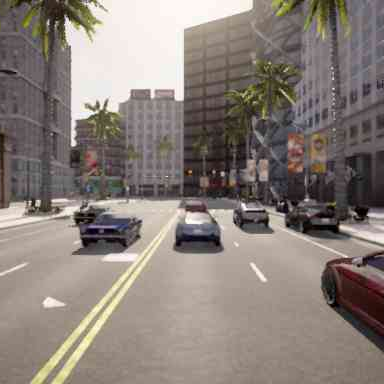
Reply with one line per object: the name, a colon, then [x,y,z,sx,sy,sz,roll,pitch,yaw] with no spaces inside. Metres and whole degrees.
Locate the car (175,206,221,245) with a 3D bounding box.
car: [0.257,1.550,15.461,1.994,1.385,4.181,0,0,0]

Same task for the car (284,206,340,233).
car: [6.881,1.513,19.486,2.161,1.482,4.786,0,0,0]

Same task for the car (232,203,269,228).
car: [3.810,1.480,22.099,2.128,1.511,4.902,0,0,0]

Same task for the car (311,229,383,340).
car: [3.675,1.568,5.288,1.994,1.385,4.181,0,0,0]

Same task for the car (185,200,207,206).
car: [0.369,1.450,30.702,1.882,1.535,5.008,0,0,3]

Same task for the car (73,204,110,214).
car: [-6.851,1.561,23.803,1.895,1.301,4.718,0,0,1]

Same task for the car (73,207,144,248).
car: [-3.444,1.578,14.937,1.895,1.301,4.718,0,0,1]
